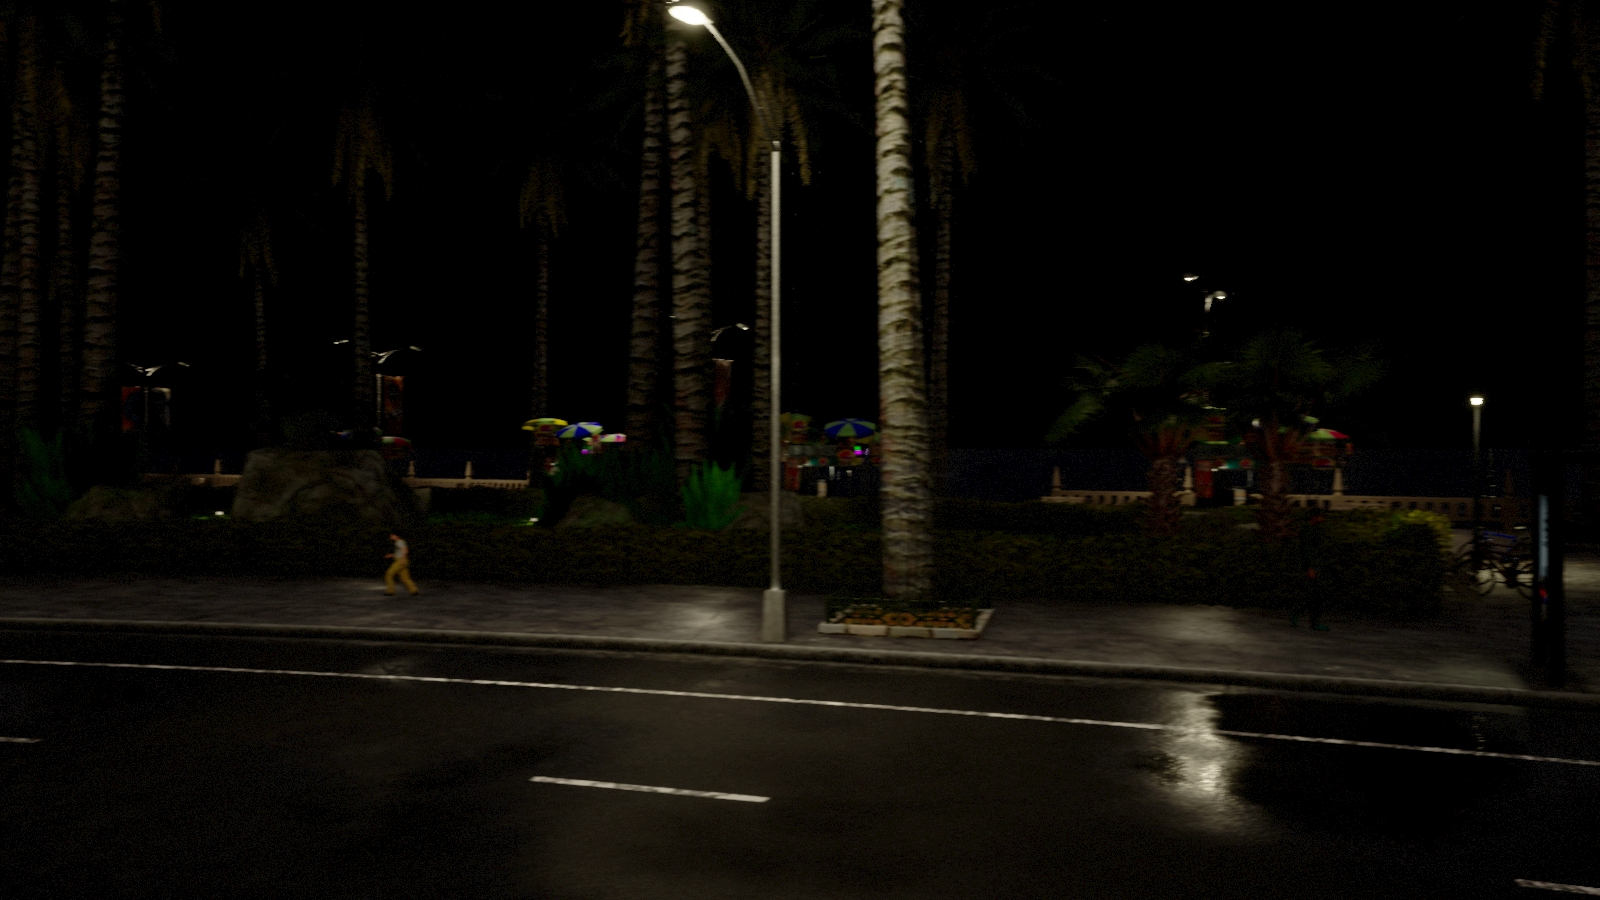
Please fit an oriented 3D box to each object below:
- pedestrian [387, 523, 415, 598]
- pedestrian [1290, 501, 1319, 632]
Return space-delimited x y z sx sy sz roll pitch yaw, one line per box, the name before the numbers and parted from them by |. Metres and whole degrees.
pedestrian | -7.112 1.964 20.369 0.375 1.300 0.375 0 0 0
pedestrian | 7.343 1.683 16.631 0.375 1.860 0.375 0 0 24
